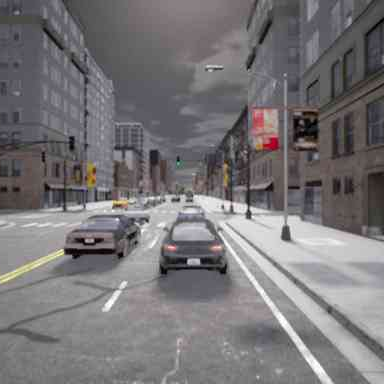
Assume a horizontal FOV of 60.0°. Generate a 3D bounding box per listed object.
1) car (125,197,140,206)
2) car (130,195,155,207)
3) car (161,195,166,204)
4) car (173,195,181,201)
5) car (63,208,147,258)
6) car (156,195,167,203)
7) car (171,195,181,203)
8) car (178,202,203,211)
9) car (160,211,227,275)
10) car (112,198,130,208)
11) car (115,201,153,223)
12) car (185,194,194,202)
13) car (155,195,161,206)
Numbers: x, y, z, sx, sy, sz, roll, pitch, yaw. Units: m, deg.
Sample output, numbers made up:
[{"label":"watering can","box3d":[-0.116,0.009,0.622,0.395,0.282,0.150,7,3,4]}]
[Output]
[{"label":"car","box3d":[-10.214,1.687,57.483,1.812,1.442,4.674,0,0,0]},{"label":"car","box3d":[-6.920,1.623,46.744,2.128,1.511,4.902,0,0,0]},{"label":"car","box3d":[-6.966,1.674,65.970,2.128,1.511,4.902,0,0,0]},{"label":"car","box3d":[-3.870,1.602,87.389,1.837,1.490,4.892,0,0,0]},{"label":"car","box3d":[-3.233,1.582,12.926,2.033,1.411,5.357,0,0,0]},{"label":"car","box3d":[-7.039,1.549,76.203,2.097,1.767,4.553,0,0,0]},{"label":"car","box3d":[-3.794,1.682,76.969,1.882,1.535,5.008,0,0,0]},{"label":"car","box3d":[-0.016,1.607,22.034,2.033,1.411,5.357,0,0,1]},{"label":"car","box3d":[0.030,1.553,10.453,1.812,1.442,4.674,0,0,0]},{"label":"car","box3d":[-10.183,1.614,48.260,1.882,1.535,5.008,0,0,0]},{"label":"car","box3d":[-4.607,1.670,26.013,1.895,1.301,4.718,0,0,-18]},{"label":"car","box3d":[-0.547,1.801,77.439,1.895,1.301,4.718,0,0,0]},{"label":"car","box3d":[-6.969,1.649,56.099,2.128,1.511,4.902,0,0,0]}]
